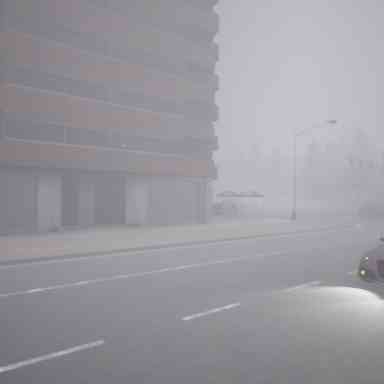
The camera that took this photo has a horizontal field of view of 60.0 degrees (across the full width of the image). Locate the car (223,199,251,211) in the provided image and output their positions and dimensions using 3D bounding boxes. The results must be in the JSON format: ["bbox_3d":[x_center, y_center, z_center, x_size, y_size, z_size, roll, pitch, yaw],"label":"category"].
[{"bbox_3d":[6.224,1.797,47.434,2.097,1.767,4.553,1,-1,-41],"label":"car"}]

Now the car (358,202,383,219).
[{"bbox_3d":[18.593,1.760,31.930,2.097,1.767,4.553,1,-1,-38],"label":"car"}]

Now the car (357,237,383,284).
[{"bbox_3d":[6.226,1.700,8.866,4.181,1.385,1.994,1,-1,-38],"label":"car"}]
